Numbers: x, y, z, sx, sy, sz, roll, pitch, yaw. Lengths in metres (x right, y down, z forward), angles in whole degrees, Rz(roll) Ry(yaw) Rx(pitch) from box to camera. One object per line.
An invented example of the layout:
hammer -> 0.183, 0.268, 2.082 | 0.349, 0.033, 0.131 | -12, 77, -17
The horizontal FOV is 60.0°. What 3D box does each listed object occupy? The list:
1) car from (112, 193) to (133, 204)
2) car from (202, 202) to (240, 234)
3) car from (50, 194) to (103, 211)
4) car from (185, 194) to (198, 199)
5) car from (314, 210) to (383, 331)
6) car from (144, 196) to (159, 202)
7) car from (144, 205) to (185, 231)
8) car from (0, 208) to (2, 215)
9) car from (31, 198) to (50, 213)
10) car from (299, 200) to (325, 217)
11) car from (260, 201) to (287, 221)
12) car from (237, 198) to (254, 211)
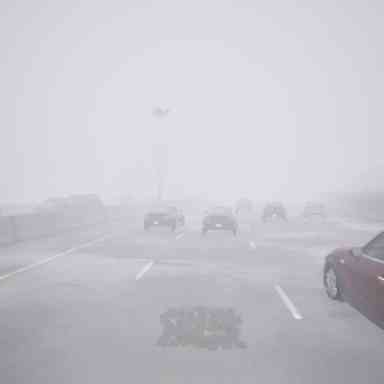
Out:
car -> -13.076, 1.215, 62.978 | 2.150, 2.045, 5.566 | 0, 0, 16
car -> 1.678, 1.530, 19.184 | 1.812, 1.442, 4.674 | 0, 0, 8
car -> -10.511, 1.190, 31.462 | 2.150, 2.045, 5.566 | 0, 0, 12
car -> -0.072, 1.091, 70.807 | 1.882, 1.535, 5.008 | 0, 0, 15
car -> 3.849, 1.363, 5.421 | 2.097, 1.767, 4.553 | 0, 0, 2
car -> -8.212, 1.472, 67.514 | 2.128, 1.511, 4.902 | 0, 0, 15
car -> -1.637, 1.520, 20.593 | 1.812, 1.442, 4.674 | 0, 0, 9
car -> -18.279, 1.509, 28.140 | 1.994, 1.385, 4.181 | 0, 0, 11
car -> -13.726, 1.311, 33.015 | 2.097, 1.767, 4.553 | 0, 0, 13
car -> 11.156, 1.510, 31.009 | 1.882, 1.535, 5.008 | 0, 0, 14
car -> 6.729, 1.524, 27.381 | 1.837, 1.490, 4.892 | 0, 0, 12
car -> 6.458, 1.523, 40.759 | 1.837, 1.490, 4.892 | 0, 0, 15
